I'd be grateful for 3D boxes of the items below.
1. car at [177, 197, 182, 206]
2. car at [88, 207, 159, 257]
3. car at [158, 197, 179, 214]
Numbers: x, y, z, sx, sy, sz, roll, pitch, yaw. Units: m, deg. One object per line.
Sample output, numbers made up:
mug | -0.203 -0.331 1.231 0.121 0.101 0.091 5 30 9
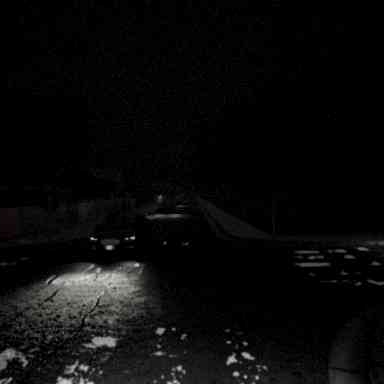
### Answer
car | -2.915 1.751 62.683 1.882 1.535 5.008 0 0 0
car | -2.792 1.594 13.687 2.128 1.511 4.902 -1 0 0
car | -2.849 1.712 38.218 1.882 1.535 5.008 0 0 0
